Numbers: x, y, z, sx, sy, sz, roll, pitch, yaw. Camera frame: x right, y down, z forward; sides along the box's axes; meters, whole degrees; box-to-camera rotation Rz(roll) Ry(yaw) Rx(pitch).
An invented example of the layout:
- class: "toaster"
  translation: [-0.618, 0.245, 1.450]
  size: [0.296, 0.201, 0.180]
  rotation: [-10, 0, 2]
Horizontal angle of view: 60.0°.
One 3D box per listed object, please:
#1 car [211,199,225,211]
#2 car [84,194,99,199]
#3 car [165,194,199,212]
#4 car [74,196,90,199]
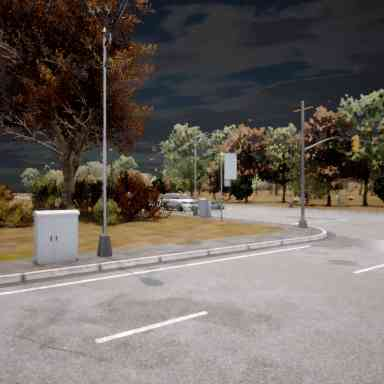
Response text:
- class: "car"
  translation: [2.164, 1.552, 40.106]
  size: [1.994, 1.385, 4.181]
  rotation: [0, 0, -33]
- class: "car"
  translation: [-26.540, 1.206, 87.879]
  size: [4.181, 1.385, 1.994]
  rotation: [1, 0, 41]
- class: "car"
  translation: [-1.391, 1.206, 39.183]
  size: [2.150, 2.045, 5.566]
  rotation: [0, 0, -33]
- class: "car"
  translation: [-28.792, 1.202, 85.190]
  size: [4.181, 1.385, 1.994]
  rotation: [1, 0, 41]
